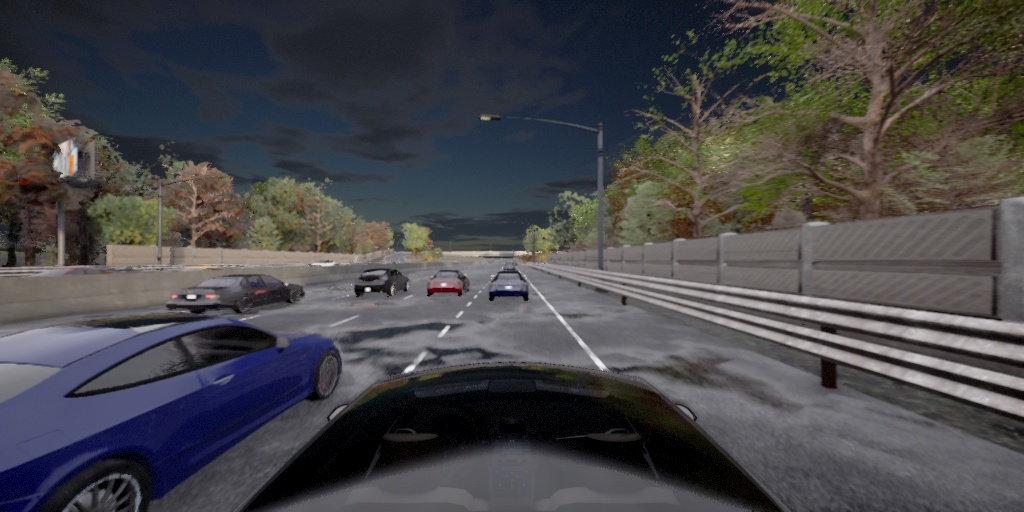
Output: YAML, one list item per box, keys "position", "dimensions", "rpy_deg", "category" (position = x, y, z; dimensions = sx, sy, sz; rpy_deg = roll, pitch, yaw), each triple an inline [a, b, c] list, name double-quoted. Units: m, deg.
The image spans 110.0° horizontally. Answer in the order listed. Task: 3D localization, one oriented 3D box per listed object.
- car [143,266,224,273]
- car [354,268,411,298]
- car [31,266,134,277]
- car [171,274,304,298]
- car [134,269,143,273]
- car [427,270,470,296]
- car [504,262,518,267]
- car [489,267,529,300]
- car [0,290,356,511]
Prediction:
- position: [-21.301, 1.435, 24.233]
  dimensions: [1.882, 1.535, 5.008]
  rpy_deg: [0, -1, 0]
  category: "car"
- position: [-7.080, 1.422, 19.983]
  dimensions: [1.837, 1.490, 4.892]
  rpy_deg: [0, -1, 0]
  category: "car"
- position: [-24.775, 1.396, 19.928]
  dimensions: [1.882, 1.535, 5.008]
  rpy_deg: [0, -1, 0]
  category: "car"
- position: [-10.547, 1.413, 14.292]
  dimensions: [2.033, 1.411, 5.357]
  rpy_deg: [0, -1, 0]
  category: "car"
- position: [-28.302, 1.454, 24.749]
  dimensions: [2.128, 1.511, 4.902]
  rpy_deg: [0, -1, 0]
  category: "car"
- position: [-3.582, 1.488, 20.754]
  dimensions: [1.994, 1.385, 4.181]
  rpy_deg: [0, -1, 0]
  category: "car"
- position: [-0.450, 1.903, 61.525]
  dimensions: [1.994, 1.385, 4.181]
  rpy_deg: [0, -1, 0]
  category: "car"
- position: [-0.173, 1.471, 18.879]
  dimensions: [1.994, 1.385, 4.181]
  rpy_deg: [0, -1, 0]
  category: "car"
- position: [-3.472, 1.292, 3.507]
  dimensions: [1.812, 1.442, 4.674]
  rpy_deg: [0, -1, 0]
  category: "car"
